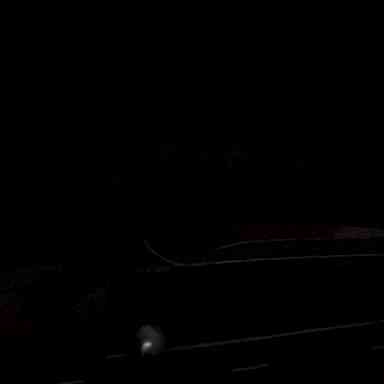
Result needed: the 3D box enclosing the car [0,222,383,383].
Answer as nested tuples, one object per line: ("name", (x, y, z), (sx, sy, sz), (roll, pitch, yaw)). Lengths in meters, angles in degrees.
("car", (0.235, 1.239, 2.962), (5.009, 1.841, 2.192), (1, 1, -15))
